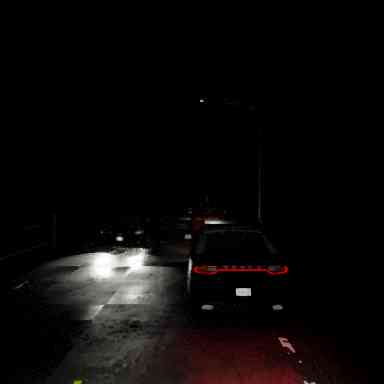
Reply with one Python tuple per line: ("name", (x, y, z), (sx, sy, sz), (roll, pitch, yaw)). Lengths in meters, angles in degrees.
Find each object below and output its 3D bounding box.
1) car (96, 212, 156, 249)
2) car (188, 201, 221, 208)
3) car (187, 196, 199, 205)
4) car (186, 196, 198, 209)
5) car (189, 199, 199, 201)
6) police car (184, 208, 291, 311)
("car", (-2.713, 1.555, 14.423), (1.994, 1.385, 4.181), (0, 0, 0))
("car", (0.869, 1.467, 17.889), (1.882, 1.535, 5.008), (0, 0, 0))
("car", (0.146, 1.451, 58.927), (2.033, 1.411, 5.357), (0, 1, 0))
("car", (0.129, 1.444, 45.629), (1.882, 1.535, 5.008), (0, 0, 1))
("car", (0.883, 1.490, 23.890), (1.837, 1.490, 4.892), (0, 0, 0))
("police car", (0.844, 1.420, 7.995), (1.930, 1.638, 5.238), (0, 0, 0))
